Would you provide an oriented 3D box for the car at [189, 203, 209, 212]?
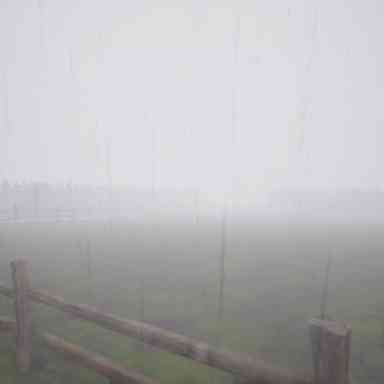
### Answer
[{"bbox_3d":[1.450,2.637,58.950,1.882,1.535,5.008,-1,-2,36],"label":"car"}]
